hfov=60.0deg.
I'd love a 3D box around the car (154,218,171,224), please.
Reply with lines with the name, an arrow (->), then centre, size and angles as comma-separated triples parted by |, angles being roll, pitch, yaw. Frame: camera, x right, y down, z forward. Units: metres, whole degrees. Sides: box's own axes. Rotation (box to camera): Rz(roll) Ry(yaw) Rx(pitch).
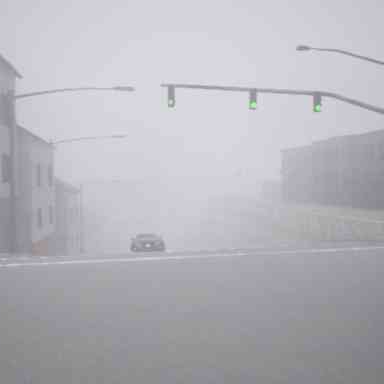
car -> -8.279, 7.843, 90.886 | 4.974, 1.542, 2.038 | 0, 1, 19

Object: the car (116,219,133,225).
car -> -18.017, 7.850, 88.431 | 4.536, 1.218, 1.853 | 0, 1, 34

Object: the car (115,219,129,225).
car -> -17.972, 8.007, 88.406 | 4.974, 1.542, 2.038 | 0, 1, 34

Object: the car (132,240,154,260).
car -> -4.591, 5.417, 30.907 | 1.837, 1.490, 4.892 | -1, -13, -10

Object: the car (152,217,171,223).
car -> -8.330, 7.686, 90.900 | 4.536, 1.218, 1.853 | 0, 1, 19

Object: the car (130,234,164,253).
car -> -2.907, 3.356, 21.219 | 1.994, 1.385, 4.181 | -2, -12, -10

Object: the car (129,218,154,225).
car -> -13.433, 7.937, 89.198 | 2.038, 1.542, 4.974 | 0, 1, 44

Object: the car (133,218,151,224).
car -> -13.399, 7.779, 89.233 | 1.853, 1.218, 4.536 | 0, 1, 44
